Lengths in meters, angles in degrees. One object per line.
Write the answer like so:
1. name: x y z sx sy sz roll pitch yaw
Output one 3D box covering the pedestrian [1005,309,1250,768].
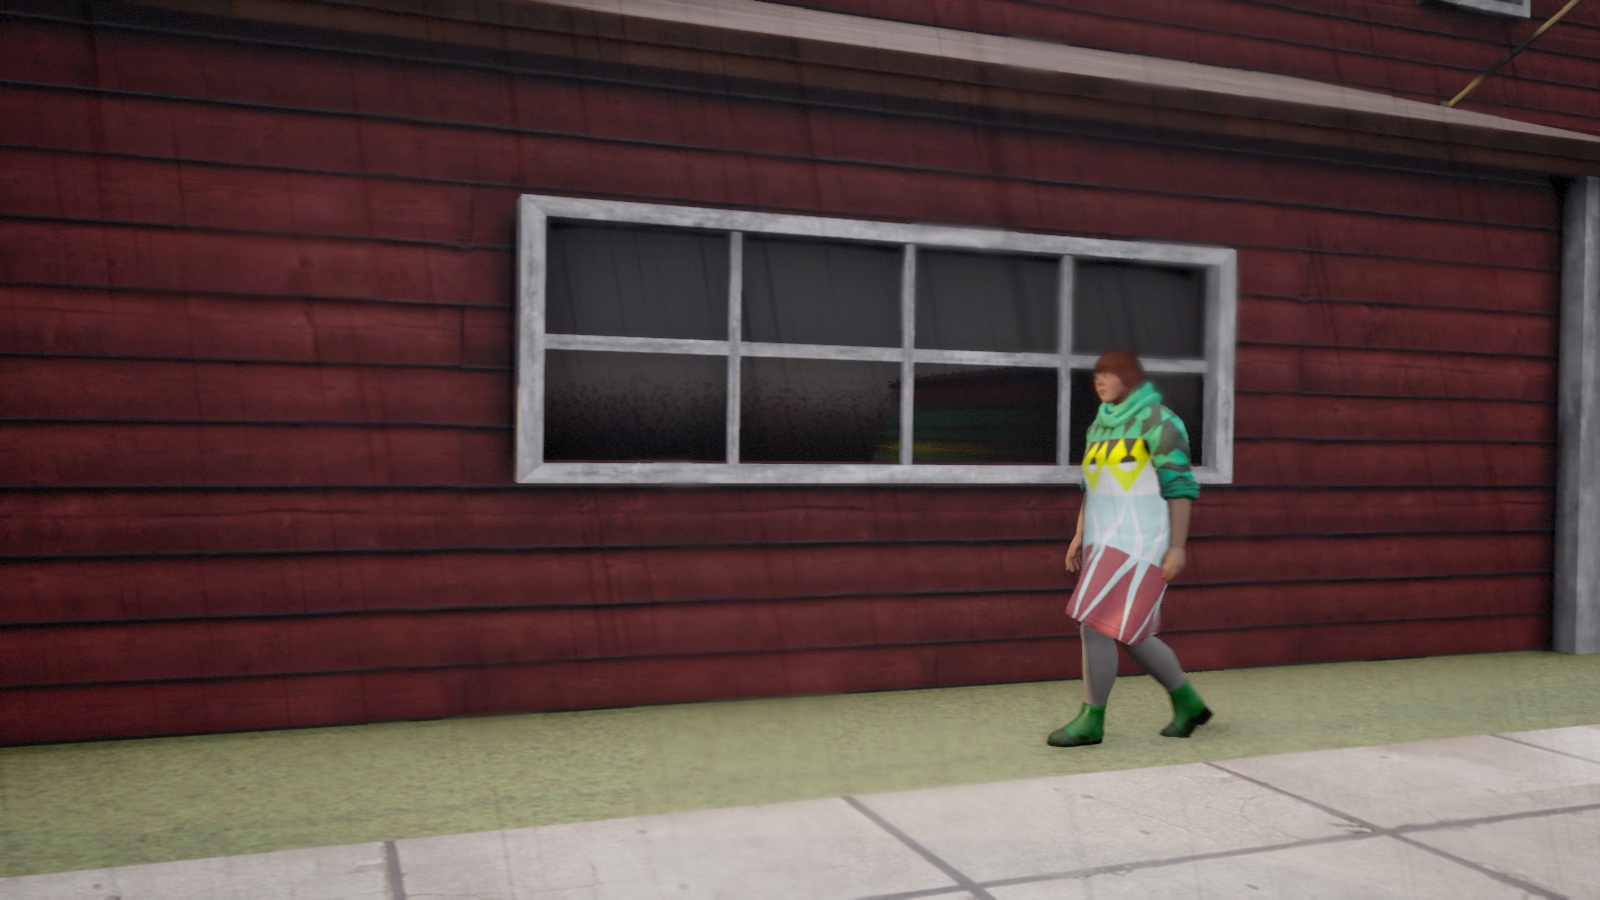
1. pedestrian: 1.478 0.370 5.742 0.873 1.952 0.659 -1 1 -13
